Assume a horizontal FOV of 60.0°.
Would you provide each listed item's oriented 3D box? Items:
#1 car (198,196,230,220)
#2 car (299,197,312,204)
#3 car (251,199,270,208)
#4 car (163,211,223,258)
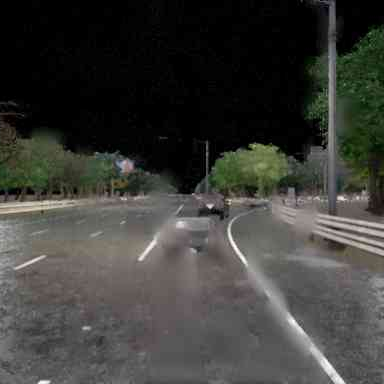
[{"bbox_3d":[2.019,1.321,29.347,2.150,2.045,5.566,0,0,12],"label":"car"},{"bbox_3d":[23.801,1.712,70.228,2.128,1.511,4.902,0,0,45],"label":"car"},{"bbox_3d":[10.835,1.733,52.535,1.994,1.385,4.181,0,0,29],"label":"car"},{"bbox_3d":[0.063,1.645,12.993,1.895,1.301,4.718,0,0,2],"label":"car"}]
